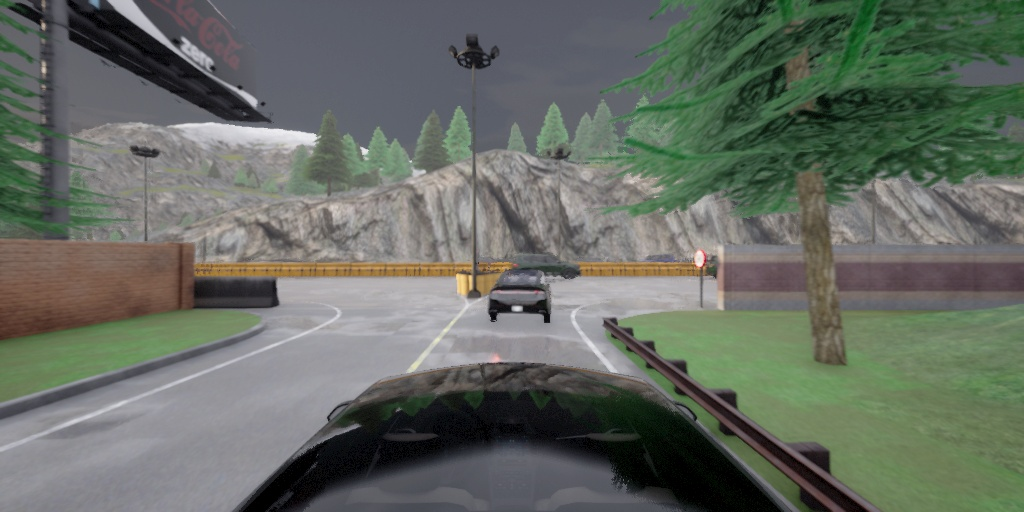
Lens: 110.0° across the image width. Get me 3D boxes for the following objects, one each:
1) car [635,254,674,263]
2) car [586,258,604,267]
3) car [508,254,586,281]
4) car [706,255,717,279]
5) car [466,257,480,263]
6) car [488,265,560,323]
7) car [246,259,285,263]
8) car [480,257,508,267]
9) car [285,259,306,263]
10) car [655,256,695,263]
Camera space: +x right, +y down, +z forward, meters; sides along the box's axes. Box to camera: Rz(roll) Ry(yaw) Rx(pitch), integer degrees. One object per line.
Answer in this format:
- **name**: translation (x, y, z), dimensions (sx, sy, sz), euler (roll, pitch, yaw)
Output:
- **car**: translation (20.015, 0.808, 50.183), dimensions (5.566, 2.045, 2.150), euler (0, 0, 0)
- **car**: translation (7.942, 0.981, 39.500), dimensions (4.553, 1.767, 2.097), euler (0, 0, -1)
- **car**: translation (2.706, 0.890, 28.719), dimensions (5.566, 2.045, 2.150), euler (0, 0, -1)
- **car**: translation (18.685, 0.892, 28.981), dimensions (5.566, 2.045, 2.150), euler (0, 0, -1)
- **car**: translation (-4.310, 0.946, 49.816), dimensions (4.553, 1.767, 2.097), euler (0, 0, -1)
- **car**: translation (0.415, 1.215, 12.078), dimensions (2.128, 1.511, 4.902), euler (0, 0, 6)
- **car**: translation (-27.809, 1.159, 38.954), dimensions (4.674, 1.442, 1.812), euler (0, 0, -1)
- **car**: translation (-1.356, 1.107, 46.359), dimensions (4.892, 1.490, 1.837), euler (-1, 0, -1)
- **car**: translation (-29.634, 1.114, 45.922), dimensions (4.892, 1.490, 1.837), euler (0, 0, -1)
- **car**: translation (21.900, 1.094, 46.756), dimensions (4.902, 1.511, 2.128), euler (0, 0, -1)
